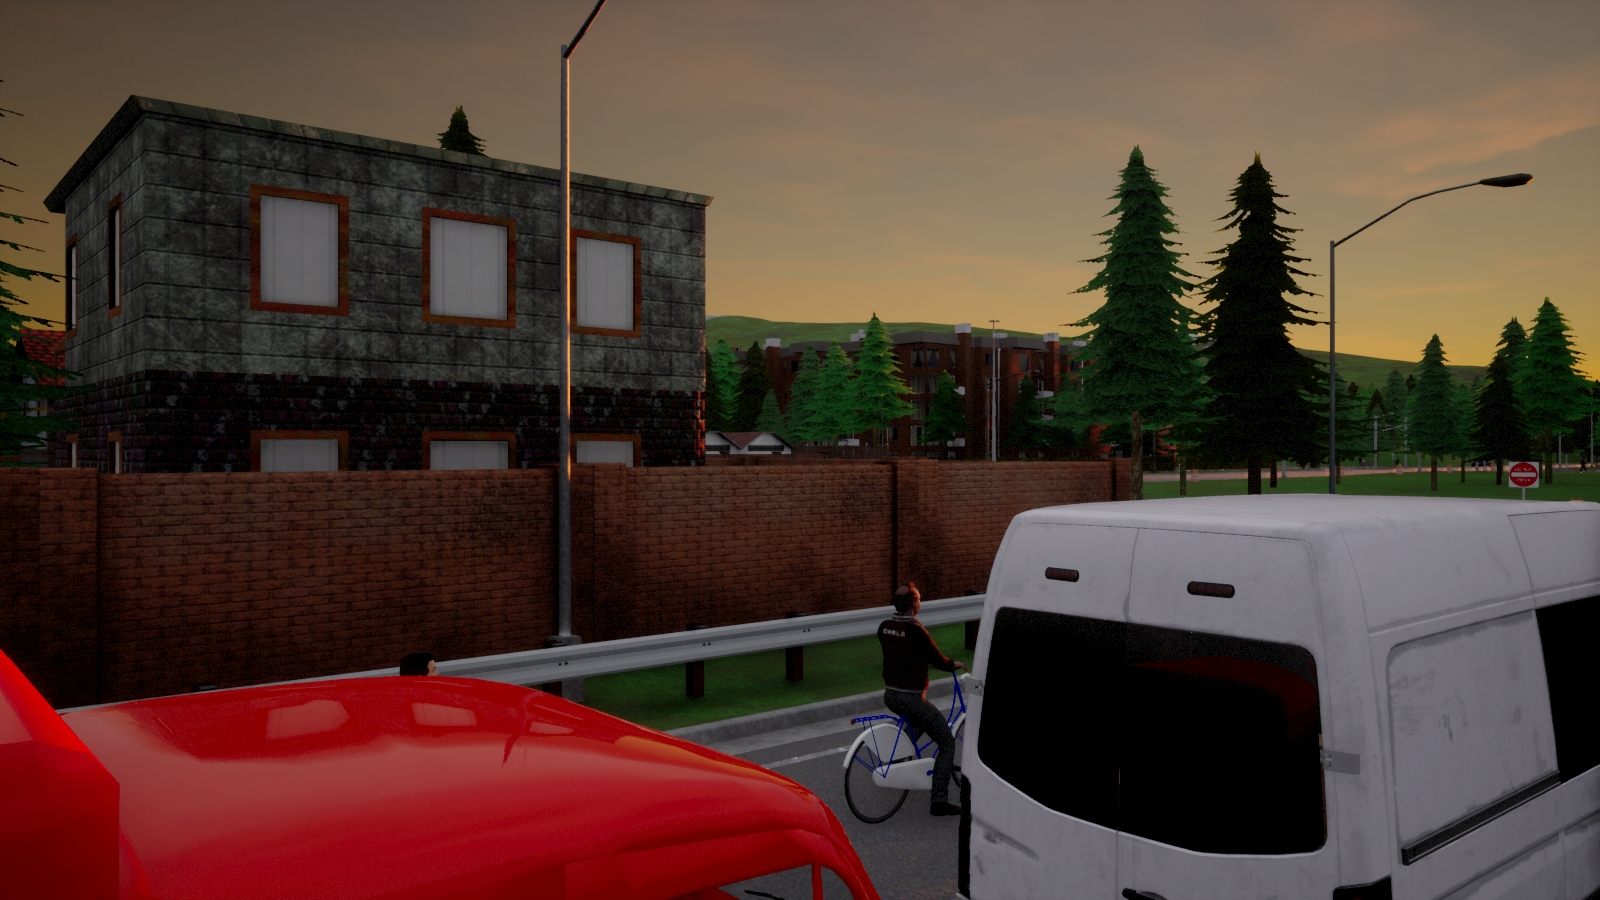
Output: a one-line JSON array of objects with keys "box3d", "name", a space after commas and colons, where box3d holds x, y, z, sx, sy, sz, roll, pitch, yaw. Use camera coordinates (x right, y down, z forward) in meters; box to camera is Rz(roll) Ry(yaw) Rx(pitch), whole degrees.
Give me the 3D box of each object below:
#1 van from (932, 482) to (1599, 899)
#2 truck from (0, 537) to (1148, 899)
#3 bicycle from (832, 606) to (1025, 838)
[{"box3d": [3.509, 1.534, 6.458, 5.915, 2.561, 1.988, 0, 0, -40], "name": "van"}, {"box3d": [-2.109, 1.568, 1.686, 5.204, 2.467, 2.627, 0, 0, -40], "name": "truck"}, {"box3d": [1.045, 2.060, 8.955, 1.835, 1.471, 0.329, 0, 0, -40], "name": "bicycle"}]
